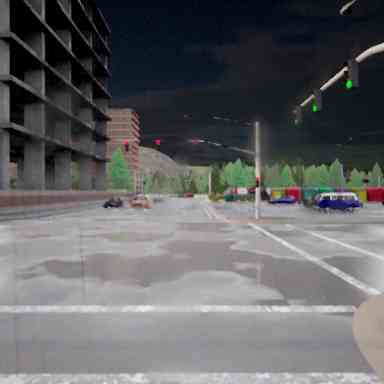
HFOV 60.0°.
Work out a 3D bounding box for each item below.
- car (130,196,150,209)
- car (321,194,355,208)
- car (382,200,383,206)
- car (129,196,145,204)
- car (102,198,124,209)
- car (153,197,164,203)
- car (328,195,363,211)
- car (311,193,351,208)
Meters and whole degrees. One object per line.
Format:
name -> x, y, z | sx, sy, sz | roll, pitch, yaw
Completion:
car -> -7.084, 1.370, 45.625 | 2.097, 1.767, 4.553 | 0, 0, 0
car -> 21.855, 1.440, 49.619 | 3.905, 1.438, 1.784 | 0, 0, 1
car -> 37.085, 1.444, 60.536 | 3.905, 1.438, 1.784 | 0, 0, 1
car -> -10.394, 1.573, 63.398 | 2.033, 1.411, 5.357 | 0, 0, 1
car -> -10.591, 1.566, 45.112 | 2.033, 1.411, 5.357 | 0, 0, 0
car -> -6.837, 1.628, 68.114 | 1.895, 1.301, 4.718 | 0, 0, 1
car -> 21.813, 1.470, 46.724 | 3.806, 1.475, 1.970 | 0, 0, 1
car -> 21.842, 1.230, 52.303 | 4.605, 1.855, 1.932 | 0, 0, 1
